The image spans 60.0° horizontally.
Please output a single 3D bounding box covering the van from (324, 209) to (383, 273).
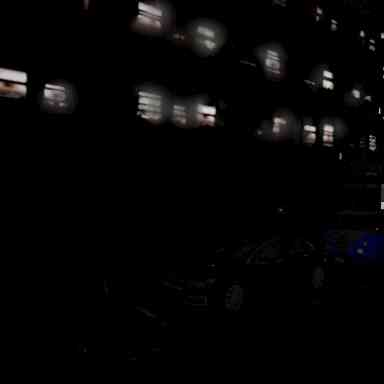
[{"bbox_3d":[5.959,1.446,10.786,3.998,1.788,1.690,1,-1,-35],"label":"van"}]

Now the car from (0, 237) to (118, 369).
[{"bbox_3d":[-3.162,1.438,4.279,4.097,1.590,1.967,1,-1,-35],"label":"car"}]

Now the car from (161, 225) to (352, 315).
[{"bbox_3d":[1.398,1.602,7.530,4.403,1.369,2.008,1,-1,-35],"label":"car"}]
